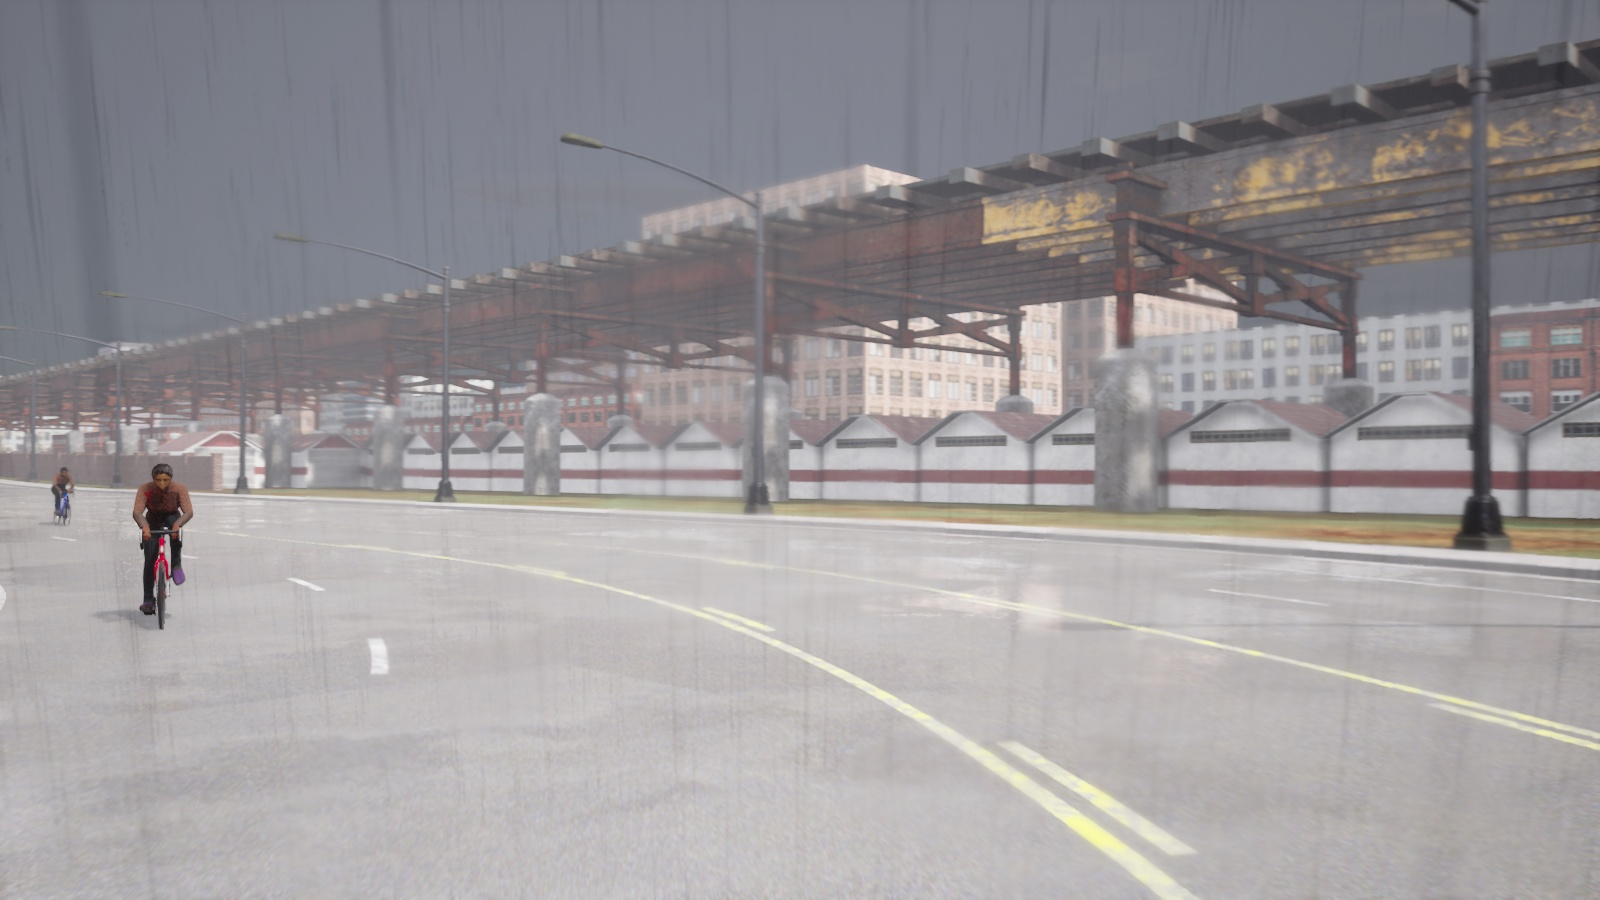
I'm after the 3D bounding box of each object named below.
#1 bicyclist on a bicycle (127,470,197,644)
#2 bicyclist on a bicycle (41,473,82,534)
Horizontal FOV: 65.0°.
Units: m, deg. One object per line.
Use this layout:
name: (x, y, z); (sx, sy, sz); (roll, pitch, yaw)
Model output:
bicyclist on a bicycle: (-6.403, 1.013, 12.638); (0.582, 1.620, 1.656); (0, -1, -26)
bicyclist on a bicycle: (-20.216, 1.450, 34.369); (0.582, 1.620, 1.656); (1, -1, -44)
